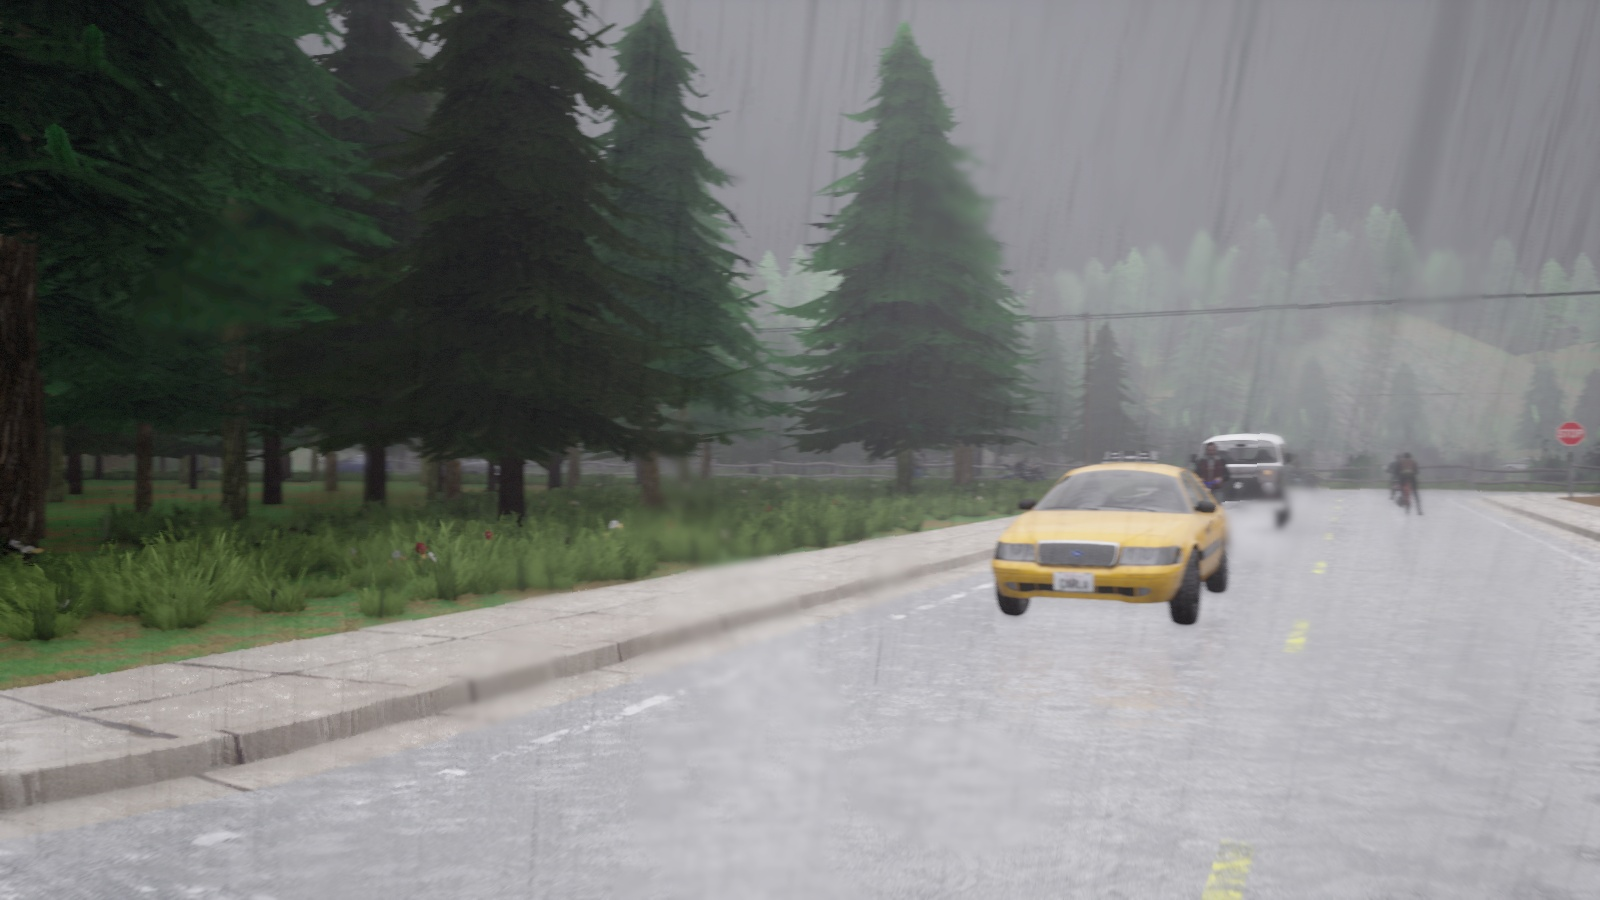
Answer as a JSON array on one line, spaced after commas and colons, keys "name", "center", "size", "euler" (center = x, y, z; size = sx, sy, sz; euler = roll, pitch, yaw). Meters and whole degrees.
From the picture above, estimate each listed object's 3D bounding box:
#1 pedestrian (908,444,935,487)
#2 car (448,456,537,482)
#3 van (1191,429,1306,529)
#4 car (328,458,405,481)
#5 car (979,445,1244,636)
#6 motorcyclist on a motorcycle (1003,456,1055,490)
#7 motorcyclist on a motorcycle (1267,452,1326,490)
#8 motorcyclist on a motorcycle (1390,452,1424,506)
[{"name": "pedestrian", "center": [5.342, 0.660, 55.076], "size": [0.900, 1.855, 0.874], "euler": [0, 0, 27]}, {"name": "car", "center": [-18.469, 1.129, 75.413], "size": [4.902, 1.511, 2.128], "euler": [0, 0, 25]}, {"name": "van", "center": [10.060, 0.605, 27.956], "size": [2.069, 2.038, 4.480], "euler": [0, 0, 24]}, {"name": "car", "center": [-27.488, 1.243, 79.629], "size": [4.674, 1.442, 1.812], "euler": [0, 0, 25]}, {"name": "car", "center": [3.495, 0.759, 13.197], "size": [1.801, 1.575, 5.366], "euler": [0, 0, 24]}, {"name": "motorcyclist on a motorcycle", "center": [10.537, 1.036, 57.685], "size": [2.191, 1.530, 0.866], "euler": [0, 0, 27]}, {"name": "motorcyclist on a motorcycle", "center": [22.065, 0.917, 55.789], "size": [2.350, 1.649, 0.766], "euler": [0, 0, 27]}, {"name": "motorcyclist on a motorcycle", "center": [18.505, 0.869, 38.325], "size": [0.866, 1.590, 1.817], "euler": [0, 0, 24]}]
